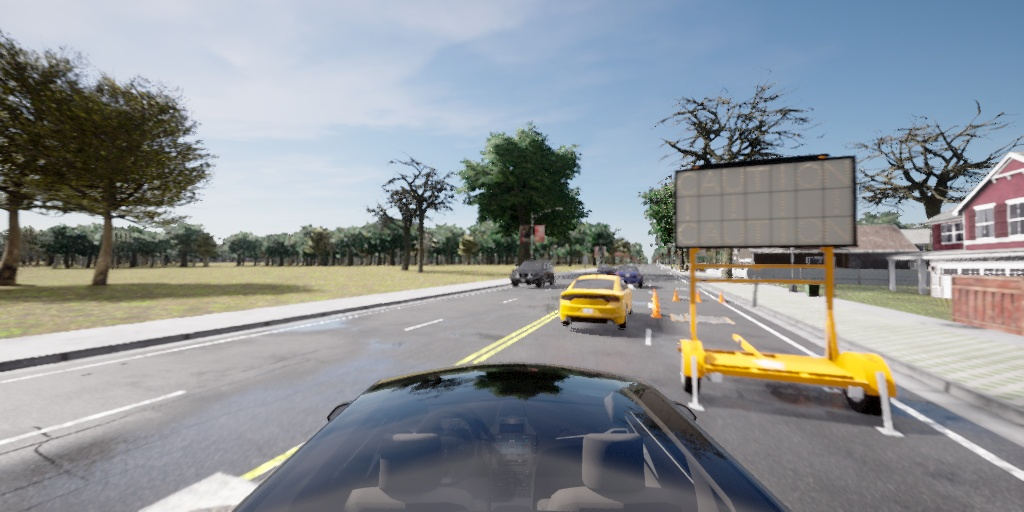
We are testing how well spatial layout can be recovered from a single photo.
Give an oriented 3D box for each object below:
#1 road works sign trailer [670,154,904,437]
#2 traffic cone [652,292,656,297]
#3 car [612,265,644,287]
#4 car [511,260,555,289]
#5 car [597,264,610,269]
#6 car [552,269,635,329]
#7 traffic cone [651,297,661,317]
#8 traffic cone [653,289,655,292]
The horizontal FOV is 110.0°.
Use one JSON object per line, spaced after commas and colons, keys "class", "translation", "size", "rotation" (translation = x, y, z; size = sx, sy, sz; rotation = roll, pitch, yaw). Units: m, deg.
{"class": "road works sign trailer", "translation": [3.906, 0.276, 5.761], "size": [2.380, 3.560, 2.880], "rotation": [0, 0, 21]}
{"class": "traffic cone", "translation": [5.856, 1.898, 14.654], "size": [0.340, 0.580, 0.340], "rotation": [0, 0, 21]}
{"class": "car", "translation": [9.440, 1.514, 28.867], "size": [2.097, 1.767, 4.553], "rotation": [0, -1, 21]}
{"class": "car", "translation": [1.749, 1.351, 27.545], "size": [2.150, 2.045, 5.566], "rotation": [0, -1, 21]}
{"class": "car", "translation": [11.736, 2.013, 44.395], "size": [1.895, 1.301, 4.718], "rotation": [0, -1, 21]}
{"class": "car", "translation": [2.970, 1.379, 12.096], "size": [1.882, 1.535, 5.008], "rotation": [0, -1, 21]}
{"class": "traffic cone", "translation": [5.136, 1.869, 12.788], "size": [0.340, 0.580, 0.340], "rotation": [0, 0, 21]}
{"class": "traffic cone", "translation": [6.576, 1.927, 16.520], "size": [0.340, 0.580, 0.340], "rotation": [0, 0, 21]}
